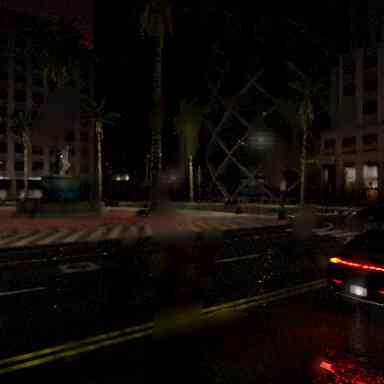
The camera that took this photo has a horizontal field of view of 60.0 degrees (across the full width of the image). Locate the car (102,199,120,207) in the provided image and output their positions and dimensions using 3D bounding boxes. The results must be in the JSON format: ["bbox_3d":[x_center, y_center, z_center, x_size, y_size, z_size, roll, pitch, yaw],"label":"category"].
[{"bbox_3d":[-13.228,1.718,51.257,4.181,1.385,1.994,1,0,14],"label":"car"}]

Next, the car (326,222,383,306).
[{"bbox_3d":[4.936,1.543,7.291,4.892,1.490,1.837,1,-1,-35],"label":"car"}]

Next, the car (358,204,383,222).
[{"bbox_3d":[15.080,1.692,24.762,1.837,1.490,4.892,-1,1,-42],"label":"car"}]
